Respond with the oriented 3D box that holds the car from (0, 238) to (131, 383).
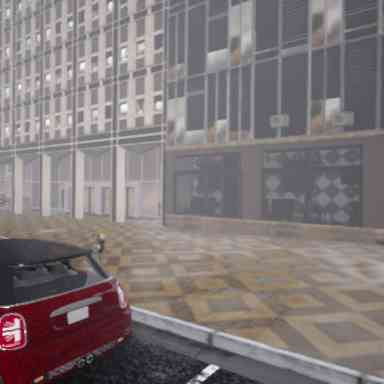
[{"bbox_3d":[-2.873,1.414,4.917,4.097,1.590,1.967,0,1,36],"label":"car"}]
